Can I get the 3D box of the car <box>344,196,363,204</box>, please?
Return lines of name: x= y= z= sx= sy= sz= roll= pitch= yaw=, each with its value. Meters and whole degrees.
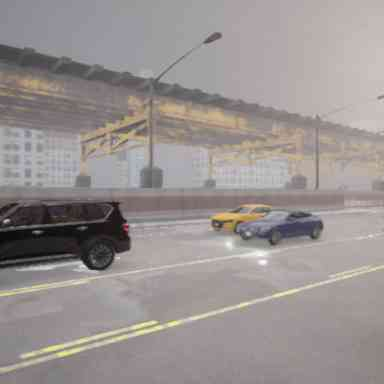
car: x=26.535 y=1.266 z=56.274 sx=4.536 sy=1.218 sz=1.853 roll=0 pitch=0 yaw=-7

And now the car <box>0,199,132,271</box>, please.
car: x=-4.453 y=1.223 z=9.405 sx=5.566 sy=2.045 sz=2.150 roll=0 pitch=0 yaw=-35

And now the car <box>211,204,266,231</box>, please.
car: x=3.360 y=1.471 z=19.213 sx=5.008 sy=1.535 sz=1.882 roll=0 pitch=0 yaw=-35

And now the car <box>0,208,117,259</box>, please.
car: x=-5.645 y=1.477 z=12.854 sx=5.008 sy=1.535 sz=1.882 roll=0 pitch=0 yaw=-35

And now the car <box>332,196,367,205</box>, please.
car: x=26.586 y=1.424 z=56.281 sx=4.974 sy=1.542 sz=2.038 roll=0 pitch=0 yaw=-7

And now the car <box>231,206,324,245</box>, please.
car: x=4.319 y=1.520 z=15.617 sx=4.674 sy=1.442 sz=1.812 roll=0 pitch=0 yaw=-35
